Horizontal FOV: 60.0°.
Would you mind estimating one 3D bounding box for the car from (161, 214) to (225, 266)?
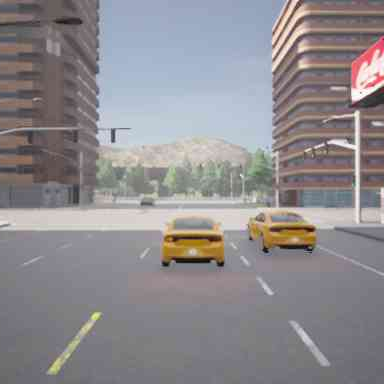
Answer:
[{"bbox_3d":[0.051,1.497,11.596,1.882,1.535,5.008,0,0,1],"label":"car"}]

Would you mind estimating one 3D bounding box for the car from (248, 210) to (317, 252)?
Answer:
[{"bbox_3d":[3.565,1.500,13.960,1.882,1.535,5.008,0,0,0],"label":"car"}]

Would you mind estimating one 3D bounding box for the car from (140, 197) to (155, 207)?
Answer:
[{"bbox_3d":[-7.065,1.564,53.068,1.882,1.535,5.008,0,0,0],"label":"car"}]
